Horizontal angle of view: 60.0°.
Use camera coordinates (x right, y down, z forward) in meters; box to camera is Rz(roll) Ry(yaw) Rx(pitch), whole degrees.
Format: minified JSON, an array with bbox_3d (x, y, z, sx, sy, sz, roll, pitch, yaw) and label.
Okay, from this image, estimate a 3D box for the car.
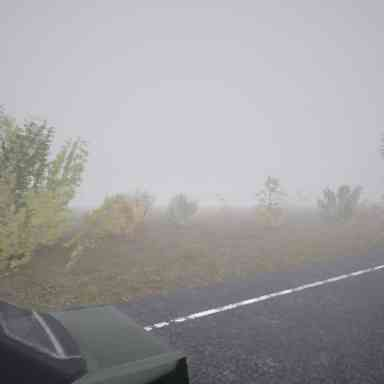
[{"bbox_3d":[-2.432,1.599,2.257,4.718,1.301,1.895,0,0,-35],"label":"car"}]
